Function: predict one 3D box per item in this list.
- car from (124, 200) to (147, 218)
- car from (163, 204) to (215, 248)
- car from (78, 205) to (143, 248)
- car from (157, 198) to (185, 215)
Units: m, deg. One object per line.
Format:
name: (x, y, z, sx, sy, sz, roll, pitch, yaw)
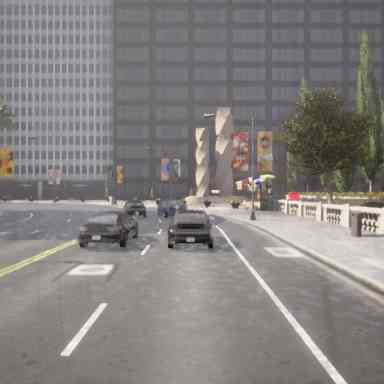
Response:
car: (-5.270, 1.514, 29.991, 1.837, 1.490, 4.892, 0, 0, -17)
car: (-0.053, 1.514, 14.654, 1.837, 1.490, 4.892, 0, 0, 0)
car: (-3.553, 1.530, 14.651, 1.812, 1.442, 4.674, 0, 0, 0)
car: (-1.908, 1.363, 30.967, 2.097, 1.767, 4.553, 0, 0, -17)
